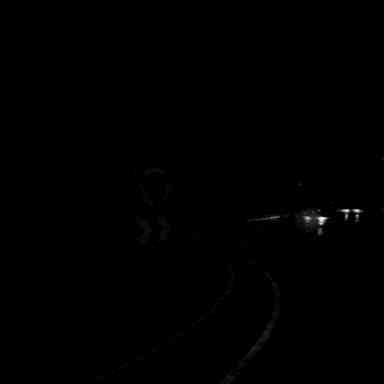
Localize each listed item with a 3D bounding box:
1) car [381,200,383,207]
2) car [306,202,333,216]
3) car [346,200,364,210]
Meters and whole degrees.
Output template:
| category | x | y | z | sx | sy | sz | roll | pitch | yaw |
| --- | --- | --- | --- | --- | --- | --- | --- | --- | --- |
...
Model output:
| category | x | y | z | sx | sy | sz | roll | pitch | yaw |
| --- | --- | --- | --- | --- | --- | --- | --- | --- | --- |
| car | 32.324 | 1.854 | 54.451 | 1.837 | 1.490 | 4.892 | -2 | -1 | 39 |
| car | 14.790 | 1.971 | 38.403 | 1.837 | 1.490 | 4.892 | -2 | -1 | 39 |
| car | 25.082 | 1.941 | 51.133 | 1.812 | 1.442 | 4.674 | -2 | -1 | 39 |
